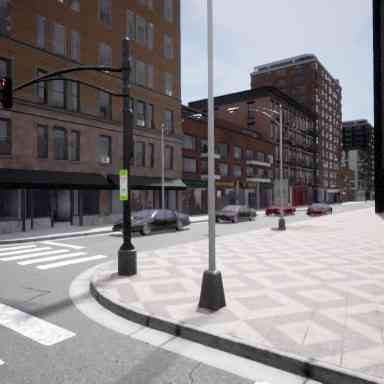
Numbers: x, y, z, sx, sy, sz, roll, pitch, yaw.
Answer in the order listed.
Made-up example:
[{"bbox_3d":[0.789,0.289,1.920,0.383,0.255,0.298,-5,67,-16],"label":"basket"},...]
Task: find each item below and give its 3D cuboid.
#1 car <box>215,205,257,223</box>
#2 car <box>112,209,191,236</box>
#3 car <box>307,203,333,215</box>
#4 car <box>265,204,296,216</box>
[{"bbox_3d":[3.690,1.793,28.167,2.033,1.411,5.357,-1,-1,35],"label":"car"},{"bbox_3d":[-2.218,1.708,19.961,2.033,1.411,5.357,-1,-1,36],"label":"car"},{"bbox_3d":[14.578,1.891,37.801,1.994,1.385,4.181,-1,-1,36],"label":"car"},{"bbox_3d":[9.705,1.930,36.494,1.895,1.301,4.718,-1,-1,36],"label":"car"}]
